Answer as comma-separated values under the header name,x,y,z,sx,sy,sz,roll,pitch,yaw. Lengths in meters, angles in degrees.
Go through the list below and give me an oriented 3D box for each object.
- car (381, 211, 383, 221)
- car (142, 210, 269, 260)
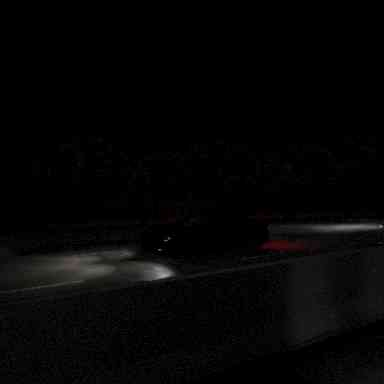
name,x,y,z,sx,sy,sz,roll,pitch,yaw
car,15.660,1.484,23.490,4.902,1.511,2.128,0,0,-21
car,0.607,1.459,12.394,5.008,1.535,1.882,0,0,-30
